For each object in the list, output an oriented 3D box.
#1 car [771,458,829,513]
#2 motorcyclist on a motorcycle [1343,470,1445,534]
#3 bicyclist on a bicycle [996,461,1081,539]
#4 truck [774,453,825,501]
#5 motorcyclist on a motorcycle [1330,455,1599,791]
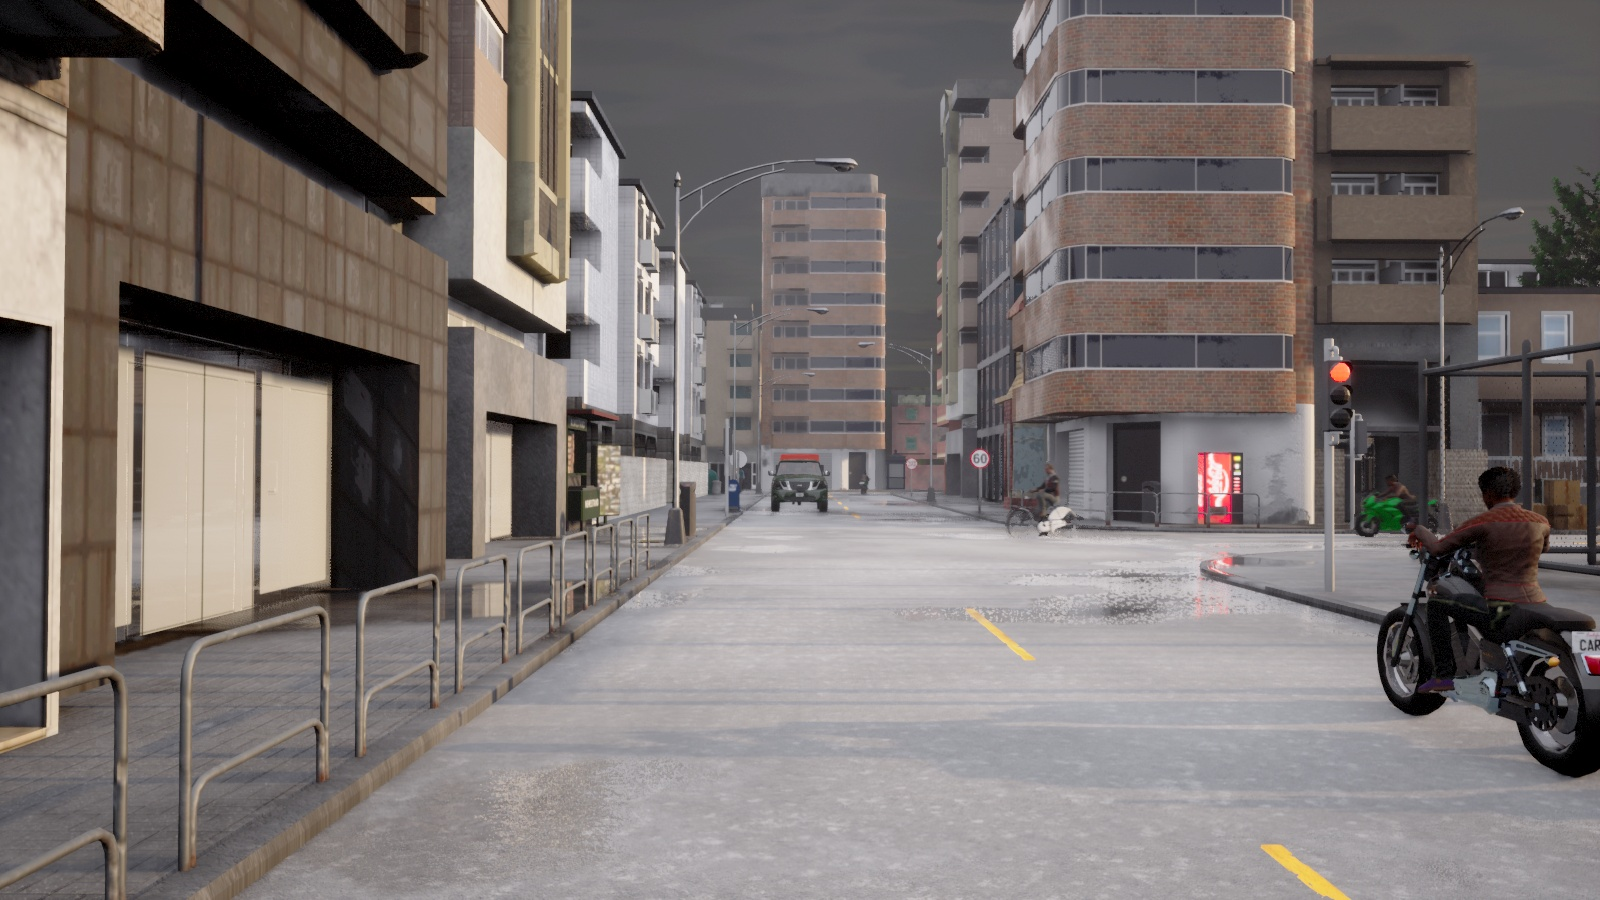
[{"bbox_3d":[-0.029,1.368,49.796,2.150,2.045,5.566,0,-1,-1],"label":"car"},{"bbox_3d":[14.298,1.246,30.267,2.044,1.523,0.797,0,-1,0],"label":"motorcyclist on a motorcycle"},{"bbox_3d":[5.548,1.153,29.251,1.843,1.776,0.659,0,0,-19],"label":"bicyclist on a bicycle"},{"bbox_3d":[-0.009,1.459,67.328,2.627,2.467,5.204,0,-1,0],"label":"truck"},{"bbox_3d":[3.999,0.872,7.367,0.766,1.649,2.350,0,-1,0],"label":"motorcyclist on a motorcycle"}]
